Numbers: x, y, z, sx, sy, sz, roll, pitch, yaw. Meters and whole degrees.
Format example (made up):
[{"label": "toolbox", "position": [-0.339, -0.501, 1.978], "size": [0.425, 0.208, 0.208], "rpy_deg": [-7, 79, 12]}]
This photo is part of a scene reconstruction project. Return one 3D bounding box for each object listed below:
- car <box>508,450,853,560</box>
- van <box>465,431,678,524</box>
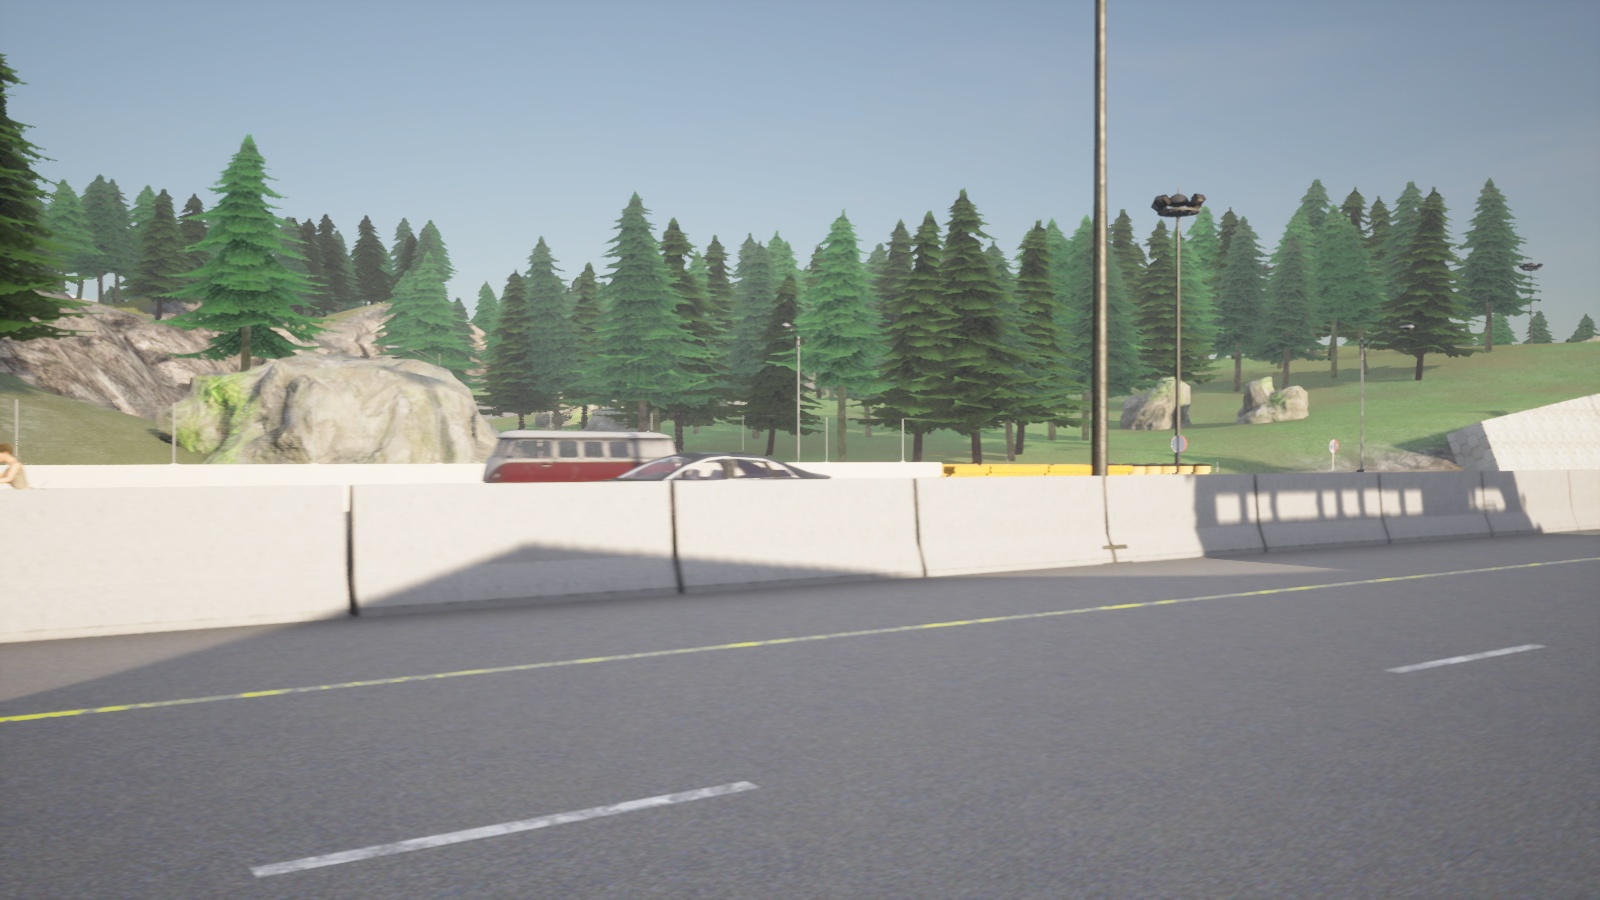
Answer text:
[{"label": "car", "position": [-1.783, 0.752, 19.475], "size": [4.902, 1.511, 2.128], "rpy_deg": [0, 0, -35]}, {"label": "van", "position": [-5.167, 0.577, 28.451], "size": [4.442, 1.987, 1.775], "rpy_deg": [0, 0, -24]}]
